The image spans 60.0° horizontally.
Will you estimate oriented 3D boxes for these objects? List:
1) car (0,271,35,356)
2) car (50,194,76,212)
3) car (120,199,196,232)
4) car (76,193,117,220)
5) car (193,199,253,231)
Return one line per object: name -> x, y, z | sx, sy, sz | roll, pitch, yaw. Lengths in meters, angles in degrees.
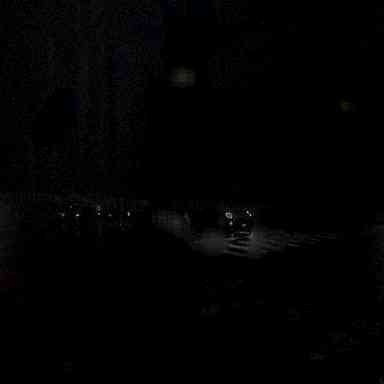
car -> -4.221, 1.545, 3.641 | 4.507, 1.381, 1.887 | 0, -1, -36
car -> -13.818, 1.279, 36.066 | 1.837, 1.490, 4.892 | -1, 1, -36
car -> -2.202, 1.427, 19.882 | 2.128, 1.511, 4.902 | -1, 1, -36
car -> -7.593, 1.213, 27.382 | 2.097, 1.767, 4.553 | -1, 1, -36
car -> 1.548, 1.255, 20.316 | 2.097, 1.767, 4.553 | -1, 1, -37
